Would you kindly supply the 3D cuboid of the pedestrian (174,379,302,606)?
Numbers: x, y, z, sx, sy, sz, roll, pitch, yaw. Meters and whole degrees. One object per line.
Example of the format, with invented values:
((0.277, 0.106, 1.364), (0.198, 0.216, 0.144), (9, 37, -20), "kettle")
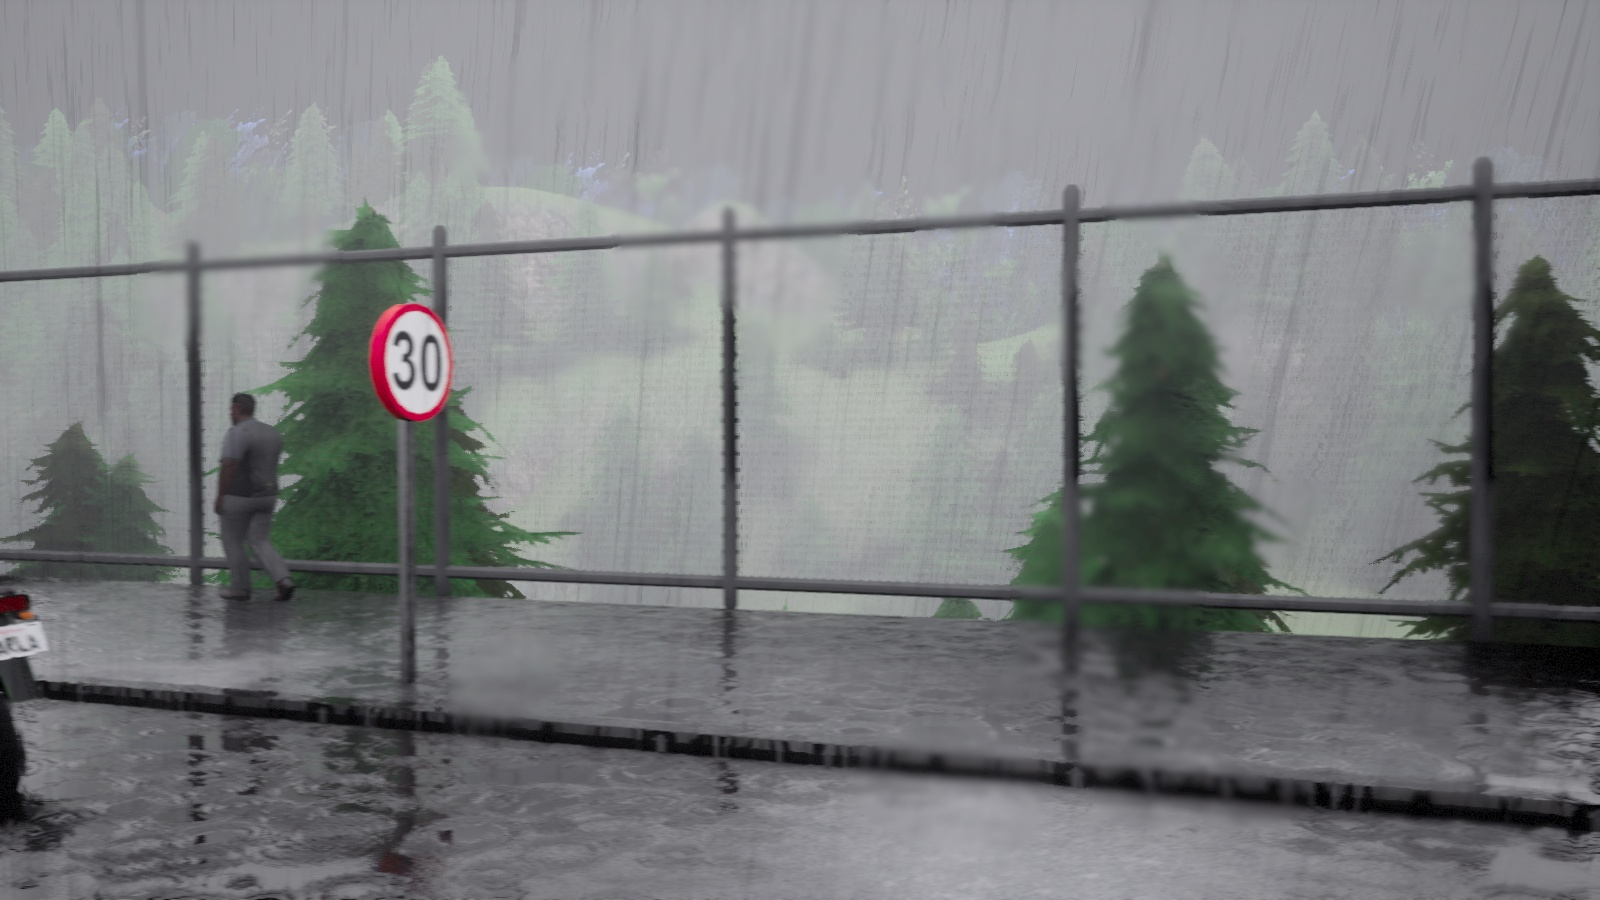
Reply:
((-4.838, 0.345, 10.833), (0.849, 1.883, 0.563), (1, 1, 19), "pedestrian")

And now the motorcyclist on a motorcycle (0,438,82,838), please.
((-4.032, 0.712, 5.076), (2.044, 1.523, 0.797), (1, 1, 19), "motorcyclist on a motorcycle")
